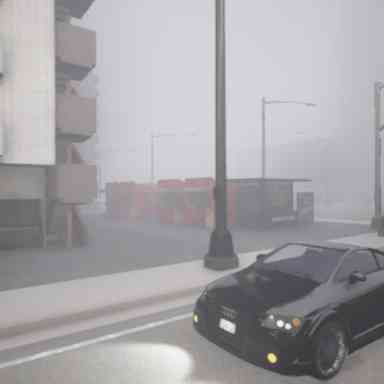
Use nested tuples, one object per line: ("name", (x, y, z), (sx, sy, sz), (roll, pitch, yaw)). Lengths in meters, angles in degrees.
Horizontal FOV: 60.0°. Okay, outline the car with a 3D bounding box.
("car", (2.075, 1.535, 5.464), (4.181, 1.385, 1.994), (0, 0, -36))
